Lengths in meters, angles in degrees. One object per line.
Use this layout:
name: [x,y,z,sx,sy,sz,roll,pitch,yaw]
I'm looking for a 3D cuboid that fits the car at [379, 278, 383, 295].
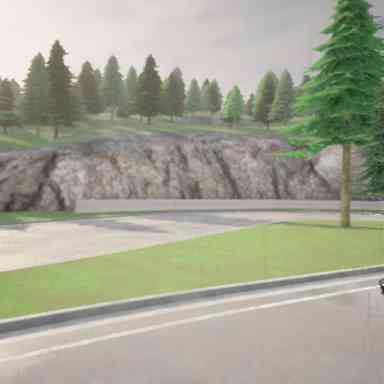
car: [6.326,1.647,6.959,5.357,1.411,2.033,1,0,-27]
